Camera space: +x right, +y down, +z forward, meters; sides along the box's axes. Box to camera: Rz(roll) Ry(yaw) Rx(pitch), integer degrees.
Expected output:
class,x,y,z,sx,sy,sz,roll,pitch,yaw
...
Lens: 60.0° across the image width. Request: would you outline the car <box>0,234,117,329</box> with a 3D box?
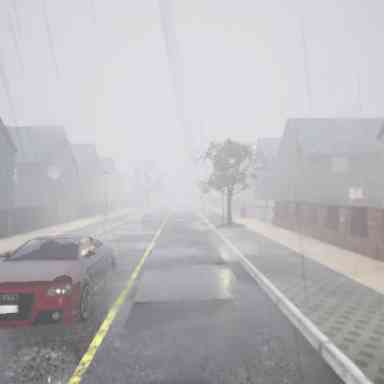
class,x,y,z,sx,sy,sz,roll,pitch,yaw
car,-2.915,1.643,7.153,1.994,1.385,4.181,-1,0,-2
